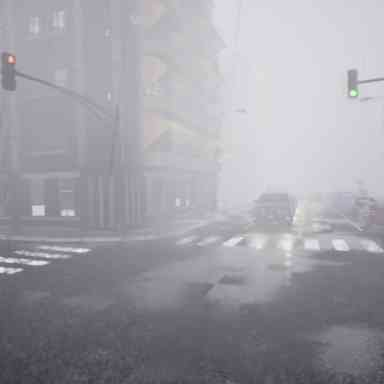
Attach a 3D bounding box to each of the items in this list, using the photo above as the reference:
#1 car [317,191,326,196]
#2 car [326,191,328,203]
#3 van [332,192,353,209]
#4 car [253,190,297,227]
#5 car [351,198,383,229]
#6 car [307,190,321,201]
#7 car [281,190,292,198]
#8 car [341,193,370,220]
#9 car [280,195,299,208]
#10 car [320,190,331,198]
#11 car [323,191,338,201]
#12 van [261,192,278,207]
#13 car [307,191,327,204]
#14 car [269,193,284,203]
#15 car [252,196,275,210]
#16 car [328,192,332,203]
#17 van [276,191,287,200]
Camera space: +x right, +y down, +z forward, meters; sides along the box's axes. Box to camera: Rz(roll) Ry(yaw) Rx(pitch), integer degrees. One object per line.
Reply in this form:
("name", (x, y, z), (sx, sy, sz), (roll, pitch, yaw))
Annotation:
("car", (34.447, 0.373, 88.272), (2.008, 1.369, 4.403), (-2, 0, 19))
("car", (21.564, 0.756, 50.911), (1.967, 1.590, 4.097), (-2, 0, 19))
("van", (16.055, 0.855, 34.895), (1.690, 1.788, 3.998), (-2, 0, 19))
("car", (5.272, 1.014, 21.178), (2.150, 2.045, 5.566), (-1, 0, 19))
("car", (10.555, 1.251, 18.879), (1.887, 1.381, 4.507), (-2, 0, 19))
("car", (21.413, 0.623, 58.524), (2.097, 1.767, 4.553), (-1, 0, 19))
("car", (22.836, 0.416, 80.292), (2.192, 1.841, 5.009), (-2, 0, 19))
("car", (12.387, 1.082, 24.218), (1.967, 1.590, 4.097), (-2, 0, 19))
("car", (11.904, 1.108, 40.459), (2.033, 1.411, 5.357), (-1, 0, 19))
("car", (28.941, 0.478, 72.254), (1.967, 1.590, 4.097), (-2, 0, 19))
("car", (23.406, 0.688, 56.248), (1.967, 1.590, 4.097), (-2, 0, 19))
("van", (9.987, 0.924, 42.918), (1.690, 1.788, 3.998), (-2, 0, 19))
("car", (18.031, 0.945, 48.452), (2.033, 1.411, 5.357), (-1, 0, 19))
("car", (13.664, 0.994, 53.595), (1.887, 1.381, 4.507), (-2, 0, 19))
("car", (8.159, 1.214, 37.579), (1.947, 1.339, 4.313), (-2, 0, 19))
("car", (17.897, 0.994, 40.234), (1.887, 1.381, 4.507), (-2, 0, 19))
("van", (17.330, 0.654, 64.275), (1.690, 1.788, 3.998), (-2, 0, 19))
